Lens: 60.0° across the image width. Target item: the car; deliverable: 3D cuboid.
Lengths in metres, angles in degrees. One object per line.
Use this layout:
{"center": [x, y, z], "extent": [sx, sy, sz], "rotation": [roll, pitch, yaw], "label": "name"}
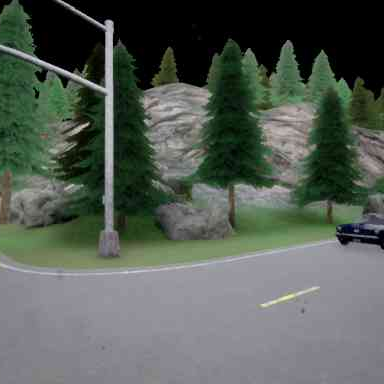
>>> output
{"center": [8.198, 1.610, 14.516], "extent": [4.718, 1.301, 1.895], "rotation": [0, 0, -39], "label": "car"}
